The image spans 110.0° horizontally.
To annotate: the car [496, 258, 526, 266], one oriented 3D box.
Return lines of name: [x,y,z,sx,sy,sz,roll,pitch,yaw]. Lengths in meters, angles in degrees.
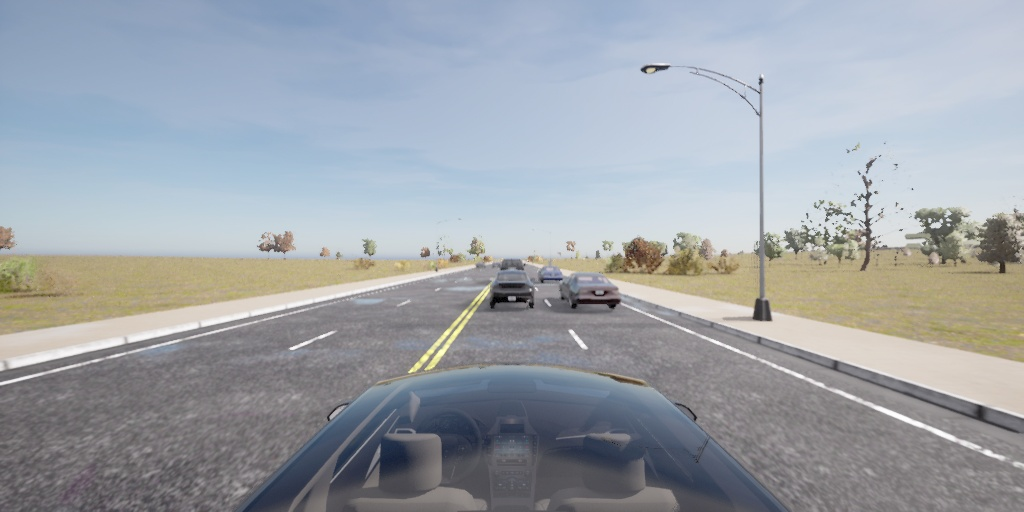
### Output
car: [0.010,1.228,30.872,2.150,2.045,5.566,0,0,0]

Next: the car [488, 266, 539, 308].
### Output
car: [0.008,1.389,16.148,1.837,1.490,4.892,0,0,0]

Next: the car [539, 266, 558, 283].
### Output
car: [3.260,1.558,30.838,2.033,1.411,5.357,0,0,0]

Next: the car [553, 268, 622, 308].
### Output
car: [3.255,1.426,15.838,2.033,1.411,5.357,0,0,0]
